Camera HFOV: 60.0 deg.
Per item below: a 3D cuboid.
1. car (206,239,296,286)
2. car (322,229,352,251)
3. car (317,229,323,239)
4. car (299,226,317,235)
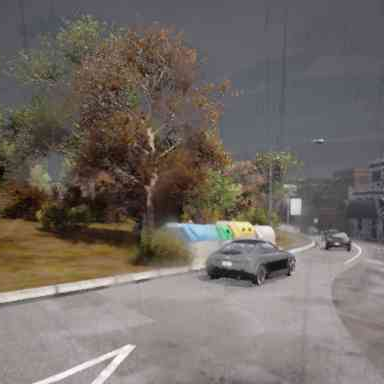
[{"bbox_3d":[2.295,2.448,12.255,1.994,1.385,4.181,-1,-6,36],"label":"car"},{"bbox_3d":[12.348,4.114,28.003,1.812,1.442,4.674,0,-6,26],"label":"car"},{"bbox_3d":[17.514,5.405,41.971,2.128,1.511,4.902,0,-5,15],"label":"car"},{"bbox_3d":[19.776,6.440,56.400,2.033,1.411,5.357,0,-3,3],"label":"car"}]
